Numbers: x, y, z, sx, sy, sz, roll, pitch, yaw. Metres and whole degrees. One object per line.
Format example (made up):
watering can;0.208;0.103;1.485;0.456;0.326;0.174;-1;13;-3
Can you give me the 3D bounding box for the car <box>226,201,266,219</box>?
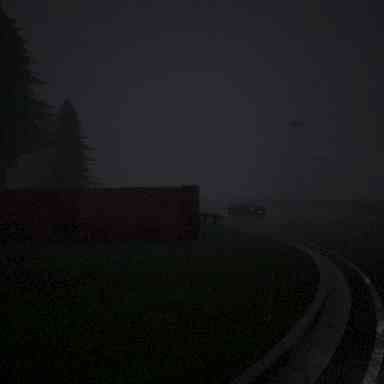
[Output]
car;4.914;1.586;30.827;1.882;1.535;5.008;0;0;-21
